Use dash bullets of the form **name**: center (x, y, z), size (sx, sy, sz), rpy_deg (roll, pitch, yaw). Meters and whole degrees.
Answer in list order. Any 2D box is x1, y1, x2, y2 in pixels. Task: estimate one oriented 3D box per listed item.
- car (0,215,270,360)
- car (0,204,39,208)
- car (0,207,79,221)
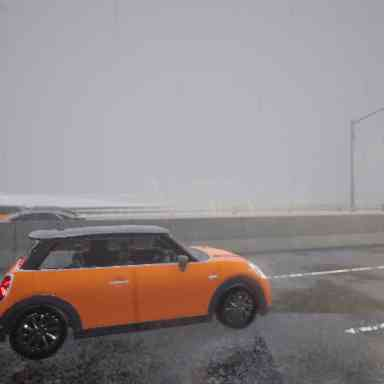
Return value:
- **car**: center (-0.888, 1.398, 5.989), size (4.553, 1.767, 2.097), rpy_deg (0, 0, -20)
- **car**: center (-10.831, 1.470, 17.516), size (4.553, 1.767, 2.097), rpy_deg (0, 0, -20)
- **car**: center (-7.310, 1.610, 15.059), size (4.892, 1.490, 1.837), rpy_deg (0, 0, -20)
